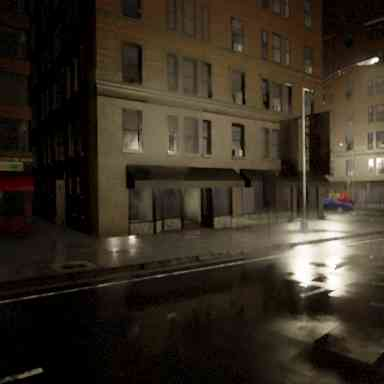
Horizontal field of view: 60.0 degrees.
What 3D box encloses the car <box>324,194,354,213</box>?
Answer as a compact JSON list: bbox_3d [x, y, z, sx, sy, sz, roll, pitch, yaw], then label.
[{"bbox_3d":[14.555,1.361,35.430,1.882,1.535,5.008,-1,1,-44],"label":"car"}]
